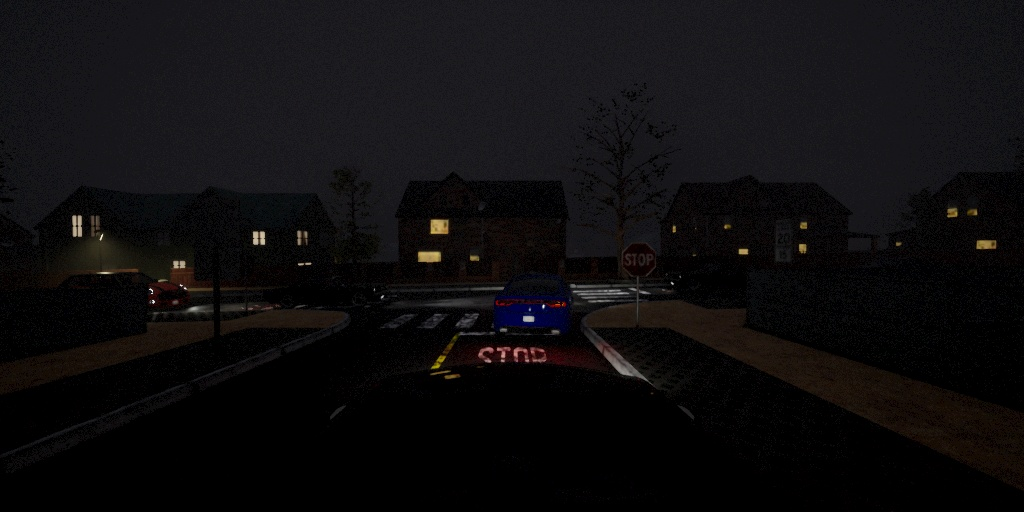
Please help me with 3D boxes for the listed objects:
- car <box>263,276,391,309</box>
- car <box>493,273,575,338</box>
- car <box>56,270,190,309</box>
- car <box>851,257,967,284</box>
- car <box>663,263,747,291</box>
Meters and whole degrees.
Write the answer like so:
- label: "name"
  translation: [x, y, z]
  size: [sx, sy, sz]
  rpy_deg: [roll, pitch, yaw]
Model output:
- label: "car"
  translation: [-7.812, 1.506, 15.496]
  size: [4.718, 1.301, 1.895]
  rpy_deg: [-1, 1, 0]
- label: "car"
  translation: [0.786, 1.227, 10.289]
  size: [1.882, 1.535, 5.008]
  rpy_deg: [0, 0, 10]
- label: "car"
  translation: [-16.799, 1.472, 15.488]
  size: [4.553, 1.767, 2.097]
  rpy_deg: [-1, 1, 0]
- label: "car"
  translation: [20.055, 0.754, 18.461]
  size: [5.357, 1.411, 2.033]
  rpy_deg: [-1, 1, 0]
- label: "car"
  translation: [10.410, 1.034, 18.424]
  size: [4.718, 1.301, 1.895]
  rpy_deg: [-1, 1, -1]
